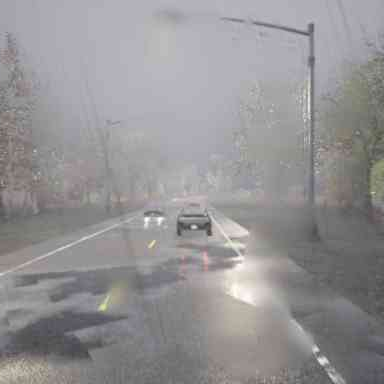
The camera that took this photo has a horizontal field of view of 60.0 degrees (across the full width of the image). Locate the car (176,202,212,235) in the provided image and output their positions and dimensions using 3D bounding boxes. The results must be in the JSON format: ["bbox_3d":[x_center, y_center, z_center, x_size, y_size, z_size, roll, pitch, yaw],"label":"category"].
[{"bbox_3d":[0.109,1.535,19.091,2.128,1.511,4.902,0,0,0],"label":"car"}]

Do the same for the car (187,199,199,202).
[{"bbox_3d":[0.123,1.618,41.067,1.812,1.442,4.674,0,0,0],"label":"car"}]

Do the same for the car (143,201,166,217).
[{"bbox_3d":[-3.559,1.622,32.821,2.033,1.411,5.357,0,0,0],"label":"car"}]
